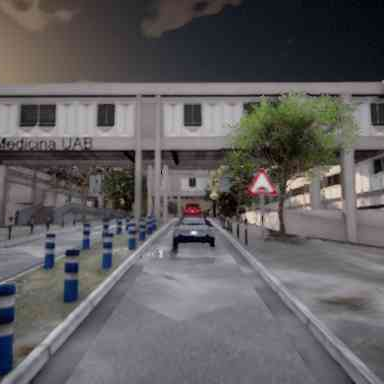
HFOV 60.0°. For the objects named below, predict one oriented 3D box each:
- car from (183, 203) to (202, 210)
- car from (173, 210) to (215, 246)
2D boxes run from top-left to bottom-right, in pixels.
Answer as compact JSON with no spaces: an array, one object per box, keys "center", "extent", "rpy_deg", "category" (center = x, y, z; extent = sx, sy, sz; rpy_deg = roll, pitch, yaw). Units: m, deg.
[{"center":[0.062,2.391,39.828],"extent":[2.150,2.045,5.566],"rpy_deg":[0,-3,0],"category":"car"},{"center":[0.084,1.805,16.549],"extent":[1.994,1.385,4.181],"rpy_deg":[0,-1,0],"category":"car"}]
